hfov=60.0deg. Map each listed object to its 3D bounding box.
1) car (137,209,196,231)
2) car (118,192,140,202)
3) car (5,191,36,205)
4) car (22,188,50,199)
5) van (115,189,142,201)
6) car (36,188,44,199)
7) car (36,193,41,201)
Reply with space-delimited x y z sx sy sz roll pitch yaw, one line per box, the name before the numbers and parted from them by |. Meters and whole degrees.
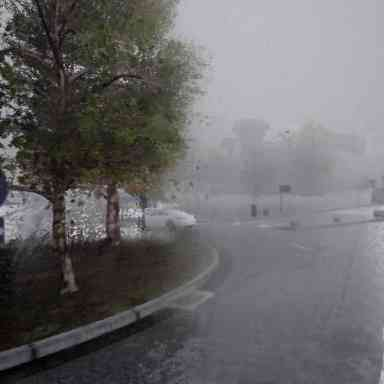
car | -1.833 1.901 23.317 4.674 1.442 1.812 -1 -2 41
car | -10.947 0.885 56.359 5.008 1.535 2.097 -1 4 -29
car | -27.283 1.120 51.498 4.674 1.452 2.002 -3 4 -31
car | -29.564 0.187 63.047 4.553 1.767 2.185 -3 5 -31
van | -11.323 0.461 59.358 4.442 1.987 1.878 -1 4 -29
car | -28.412 0.571 57.273 4.553 1.767 2.185 -3 5 -31
car | -27.838 0.917 54.401 4.792 1.488 2.163 -3 4 -31
